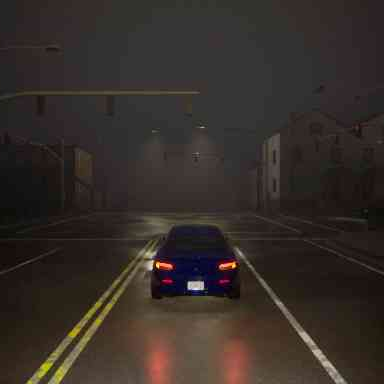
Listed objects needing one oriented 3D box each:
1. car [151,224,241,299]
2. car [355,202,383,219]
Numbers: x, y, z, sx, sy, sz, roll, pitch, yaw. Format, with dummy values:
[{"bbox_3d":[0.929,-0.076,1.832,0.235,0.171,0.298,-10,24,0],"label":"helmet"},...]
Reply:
[{"bbox_3d":[0.086,1.526,8.304,1.812,1.442,4.674,0,0,0],"label":"car"},{"bbox_3d":[16.305,1.525,28.033,4.674,1.442,1.812,0,0,-1],"label":"car"}]
